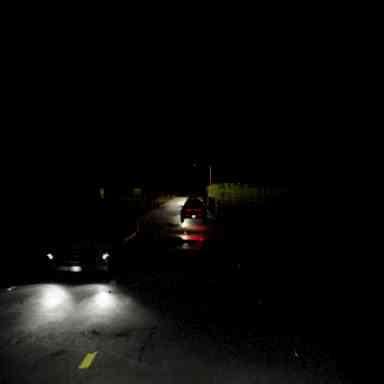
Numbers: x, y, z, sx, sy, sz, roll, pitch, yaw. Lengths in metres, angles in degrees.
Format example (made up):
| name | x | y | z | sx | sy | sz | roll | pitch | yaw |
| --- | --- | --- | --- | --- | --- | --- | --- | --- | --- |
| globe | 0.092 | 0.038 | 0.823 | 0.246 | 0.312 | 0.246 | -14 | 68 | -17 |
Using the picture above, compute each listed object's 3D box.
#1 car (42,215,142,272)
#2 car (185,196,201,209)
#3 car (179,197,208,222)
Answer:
| name | x | y | z | sx | sy | sz | roll | pitch | yaw |
| --- | --- | --- | --- | --- | --- | --- | --- | --- | --- |
| car | -2.842 | 1.487 | 10.807 | 2.033 | 1.411 | 5.357 | 0 | 0 | 0 |
| car | 0.129 | 1.323 | 41.638 | 1.812 | 1.442 | 4.674 | 0 | 0 | 0 |
| car | 0.117 | 1.383 | 24.844 | 1.837 | 1.490 | 4.892 | 0 | 0 | 0 |
